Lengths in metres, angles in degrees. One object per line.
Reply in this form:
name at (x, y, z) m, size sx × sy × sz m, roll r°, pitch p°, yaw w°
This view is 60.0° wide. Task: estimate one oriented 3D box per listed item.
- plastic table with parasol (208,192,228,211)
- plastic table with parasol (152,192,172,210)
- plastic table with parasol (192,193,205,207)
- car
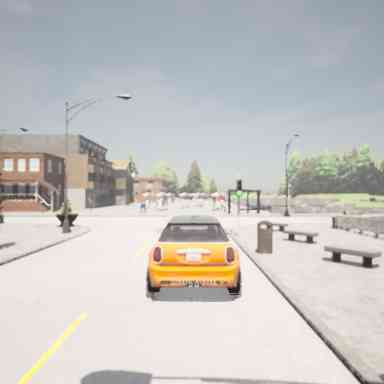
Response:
plastic table with parasol at (3.592, 1.312, 46.515) m, size 2.482 × 2.480 × 2.482 m, roll 0°, pitch 0°, yaw 0°
plastic table with parasol at (-4.228, 1.319, 47.267) m, size 2.482 × 2.480 × 2.482 m, roll 0°, pitch 0°, yaw 0°
plastic table with parasol at (1.175, 1.440, 61.855) m, size 2.482 × 2.480 × 2.482 m, roll 0°, pitch 0°, yaw 0°
car at (0.058, 1.429, 9.205) m, size 2.097 × 1.767 × 4.553 m, roll 0°, pitch -1°, yaw 1°
